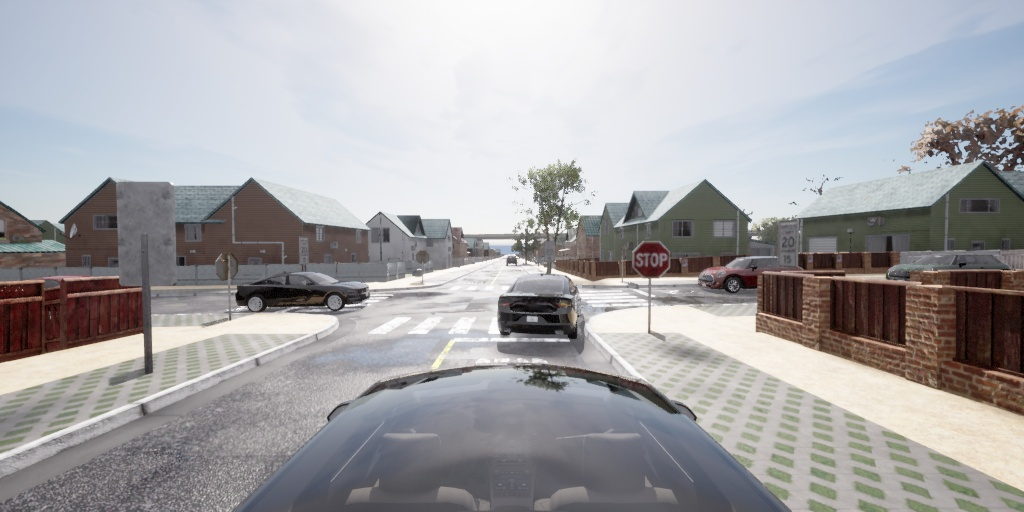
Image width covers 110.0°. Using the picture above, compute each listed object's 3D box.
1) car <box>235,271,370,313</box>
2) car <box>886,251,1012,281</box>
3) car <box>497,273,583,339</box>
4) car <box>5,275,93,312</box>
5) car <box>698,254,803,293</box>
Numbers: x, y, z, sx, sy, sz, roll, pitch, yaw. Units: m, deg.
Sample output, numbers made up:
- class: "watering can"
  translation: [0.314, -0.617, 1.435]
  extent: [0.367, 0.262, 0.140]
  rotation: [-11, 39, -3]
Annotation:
- class: "car"
  translation: [-8.477, 1.377, 14.752]
  extent: [5.008, 1.535, 1.882]
  rotation: [-1, 2, 0]
- class: "car"
  translation: [21.691, 0.646, 17.926]
  extent: [4.553, 1.767, 2.097]
  rotation: [-1, 2, 0]
- class: "car"
  translation: [0.953, 1.224, 10.232]
  extent: [1.882, 1.535, 5.008]
  rotation: [0, 0, 12]
- class: "car"
  translation: [-18.029, 1.547, 14.683]
  extent: [5.008, 1.535, 1.882]
  rotation: [-1, 2, 0]
- class: "car"
  translation: [11.796, 0.820, 17.848]
  extent: [4.553, 1.767, 2.097]
  rotation: [-1, 2, 0]
